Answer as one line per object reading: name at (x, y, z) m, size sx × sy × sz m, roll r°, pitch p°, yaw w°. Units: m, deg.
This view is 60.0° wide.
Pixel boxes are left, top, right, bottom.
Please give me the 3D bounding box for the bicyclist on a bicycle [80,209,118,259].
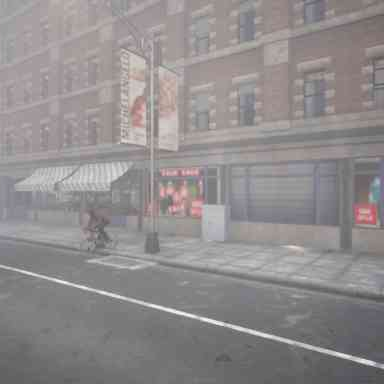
bicyclist on a bicycle at (-3.228, 1.360, 11.449) m, size 0.582 × 1.620 × 1.656 m, roll 0°, pitch 9°, yaw 35°
